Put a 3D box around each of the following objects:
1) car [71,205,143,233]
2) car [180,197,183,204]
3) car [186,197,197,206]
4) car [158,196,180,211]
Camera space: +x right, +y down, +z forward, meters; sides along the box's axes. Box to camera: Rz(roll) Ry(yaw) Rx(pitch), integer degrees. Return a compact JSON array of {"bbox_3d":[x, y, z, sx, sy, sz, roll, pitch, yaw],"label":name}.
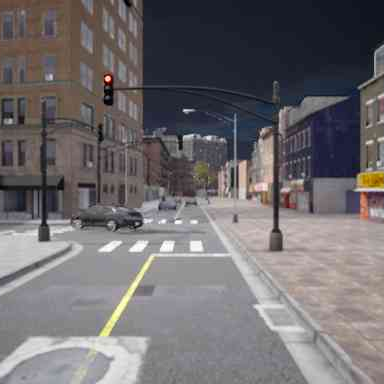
[{"bbox_3d":[-5.149,1.530,19.870,4.892,1.490,1.837,0,-3,32],"label":"car"},{"bbox_3d":[-2.878,1.549,63.977,1.837,1.490,4.892,0,-1,0],"label":"car"},{"bbox_3d":[-0.087,1.600,57.321,1.994,1.385,4.181,0,0,0],"label":"car"},{"bbox_3d":[-2.907,1.372,40.308,2.097,1.767,4.553,0,0,0],"label":"car"}]
